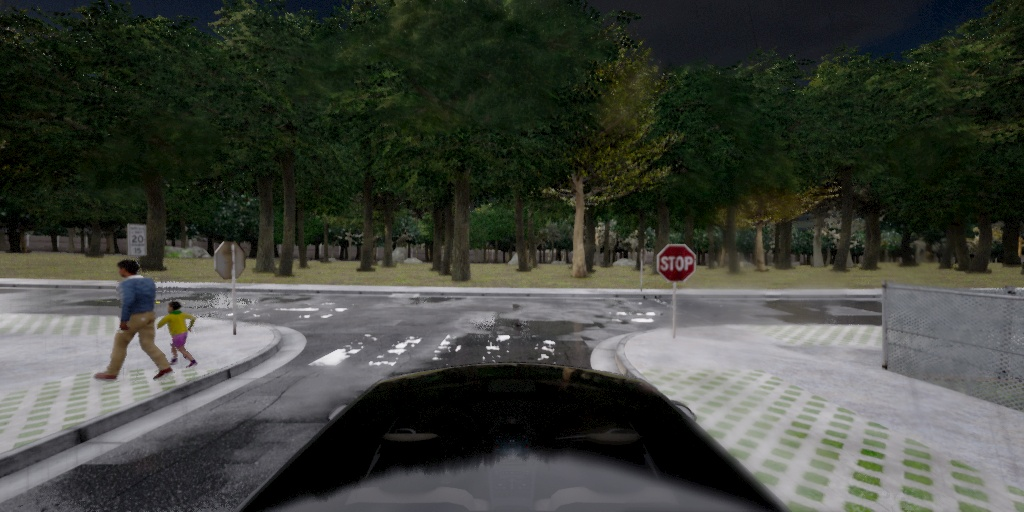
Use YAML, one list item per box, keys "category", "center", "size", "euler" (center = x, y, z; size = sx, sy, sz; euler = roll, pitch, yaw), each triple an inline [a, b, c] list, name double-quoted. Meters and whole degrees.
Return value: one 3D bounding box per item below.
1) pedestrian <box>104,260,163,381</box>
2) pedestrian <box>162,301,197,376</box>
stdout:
- category: "pedestrian"
  center: [-5.524, 0.889, 5.210]
  size: [0.375, 1.860, 0.375]
  euler: [-1, 1, 0]
- category: "pedestrian"
  center: [-5.393, 1.269, 5.818]
  size: [0.500, 1.100, 0.500]
  euler: [-1, 1, 0]
